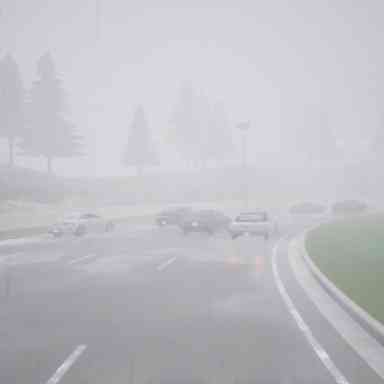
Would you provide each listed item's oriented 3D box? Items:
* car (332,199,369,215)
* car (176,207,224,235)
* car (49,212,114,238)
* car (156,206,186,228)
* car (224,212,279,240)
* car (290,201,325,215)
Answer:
[{"bbox_3d":[15.967,1.471,33.464,4.892,1.490,1.837,-1,-1,-38],"label":"car"},{"bbox_3d":[0.992,1.781,20.693,1.994,1.385,4.181,-2,-1,25],"label":"car"},{"bbox_3d":[-6.826,1.953,20.858,1.812,1.442,4.674,-2,-1,21],"label":"car"},{"bbox_3d":[-0.775,1.818,24.838,1.837,1.490,4.892,-2,-1,28],"label":"car"},{"bbox_3d":[3.434,1.719,17.865,1.895,1.301,4.718,-2,-1,22],"label":"car"},{"bbox_3d":[12.079,1.648,34.779,4.181,1.385,1.994,-1,-1,-40],"label":"car"}]
